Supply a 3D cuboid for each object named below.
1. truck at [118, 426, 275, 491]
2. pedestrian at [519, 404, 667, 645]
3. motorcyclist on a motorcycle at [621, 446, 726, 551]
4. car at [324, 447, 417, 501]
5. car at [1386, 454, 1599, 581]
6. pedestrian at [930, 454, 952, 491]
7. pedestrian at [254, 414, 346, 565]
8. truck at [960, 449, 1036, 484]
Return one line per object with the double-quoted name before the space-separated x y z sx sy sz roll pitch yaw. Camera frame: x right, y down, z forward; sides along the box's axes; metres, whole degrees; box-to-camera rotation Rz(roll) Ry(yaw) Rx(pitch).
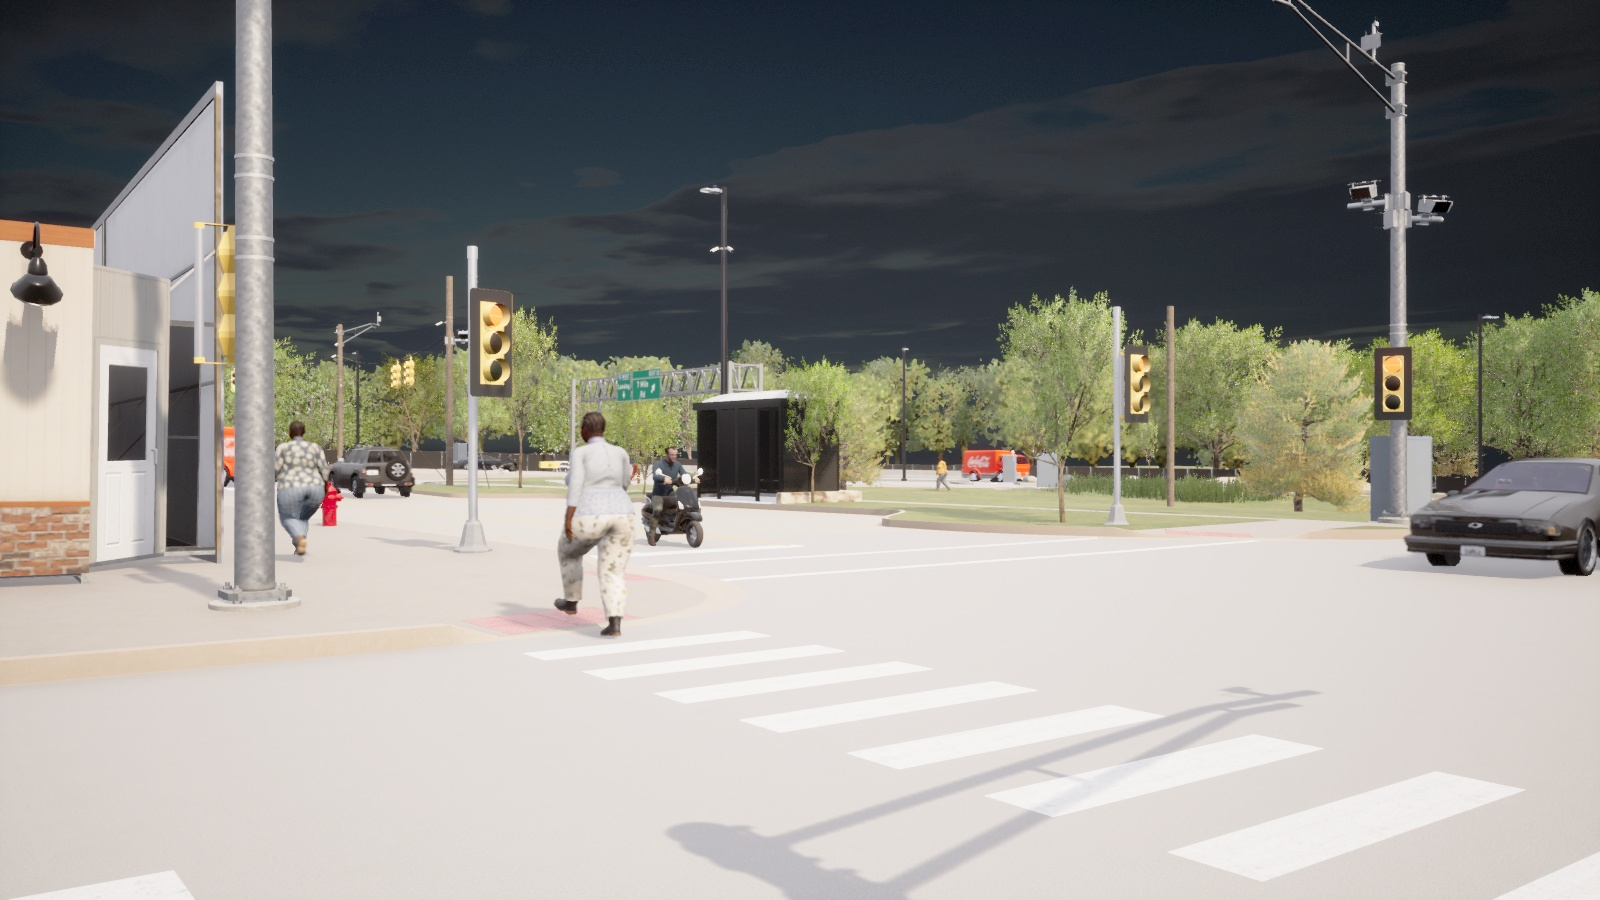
"truck" -25.057 0.339 52.334 5.204 2.467 2.627 2 0 -2
"pedestrian" -1.698 0.571 10.278 0.874 1.855 0.900 0 0 -36
"motorcyclist on a motorcycle" -2.040 0.744 20.081 0.866 1.590 1.817 0 0 -36
"car" -15.538 0.814 45.297 1.932 1.855 4.605 0 0 -36
"car" 10.082 0.771 16.670 5.357 1.411 2.033 0 0 -39
"pedestrian" 7.212 1.146 64.237 0.900 1.855 0.874 0 0 -12
"pedestrian" -6.373 0.482 15.993 0.874 1.855 0.900 0 0 -37
"truck" 14.643 1.200 93.048 2.627 2.467 5.204 3 -2 -36
